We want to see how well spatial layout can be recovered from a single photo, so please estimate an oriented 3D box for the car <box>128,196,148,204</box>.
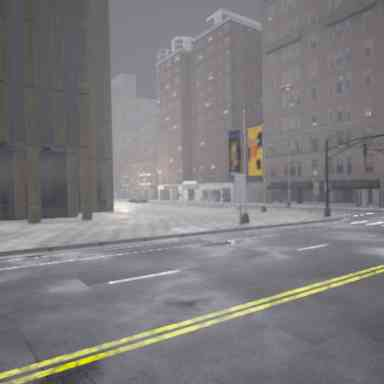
[{"bbox_3d":[-10.442,1.506,63.839,2.033,1.411,5.357,-2,1,-35],"label":"car"}]
